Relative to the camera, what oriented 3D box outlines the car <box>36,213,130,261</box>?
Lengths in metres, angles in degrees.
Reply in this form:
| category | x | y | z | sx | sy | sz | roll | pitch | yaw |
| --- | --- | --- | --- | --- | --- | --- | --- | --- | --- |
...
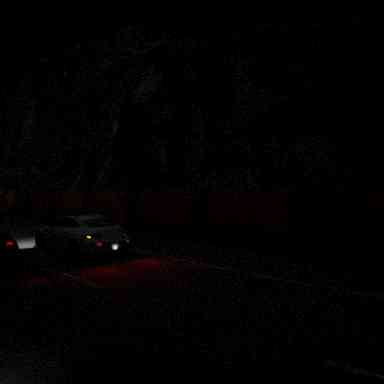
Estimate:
| category | x | y | z | sx | sy | sz | roll | pitch | yaw |
| --- | --- | --- | --- | --- | --- | --- | --- | --- | --- |
| car | -4.104 | 1.518 | 12.276 | 4.674 | 1.442 | 1.812 | 0 | 0 | 45 |

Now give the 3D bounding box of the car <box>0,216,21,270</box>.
| category | x | y | z | sx | sy | sz | roll | pitch | yaw |
| --- | --- | --- | --- | --- | --- | --- | --- | --- | --- |
| car | -6.812 | 1.555 | 10.038 | 4.181 | 1.385 | 1.994 | 0 | 0 | 45 |

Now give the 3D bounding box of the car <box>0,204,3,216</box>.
| category | x | y | z | sx | sy | sz | roll | pitch | yaw |
| --- | --- | --- | --- | --- | --- | --- | --- | --- | --- |
| car | -14.777 | 1.206 | 22.748 | 5.566 | 2.045 | 2.150 | 0 | 0 | 45 |
